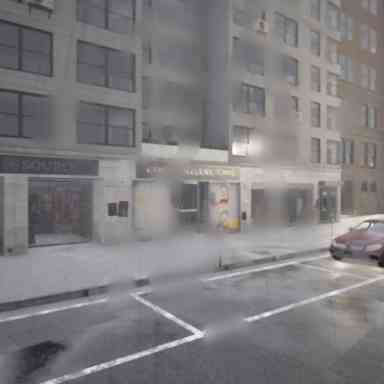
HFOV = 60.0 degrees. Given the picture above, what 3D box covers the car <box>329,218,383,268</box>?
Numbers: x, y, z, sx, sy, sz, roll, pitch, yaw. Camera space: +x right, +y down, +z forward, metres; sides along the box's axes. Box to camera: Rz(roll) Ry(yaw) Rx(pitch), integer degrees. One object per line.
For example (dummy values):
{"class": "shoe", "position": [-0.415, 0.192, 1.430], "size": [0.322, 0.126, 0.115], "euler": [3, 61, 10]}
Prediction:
{"class": "car", "position": [6.331, 1.559, 11.089], "size": [4.206, 1.307, 1.802], "euler": [0, 0, -36]}
